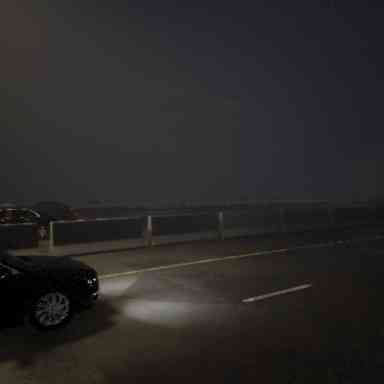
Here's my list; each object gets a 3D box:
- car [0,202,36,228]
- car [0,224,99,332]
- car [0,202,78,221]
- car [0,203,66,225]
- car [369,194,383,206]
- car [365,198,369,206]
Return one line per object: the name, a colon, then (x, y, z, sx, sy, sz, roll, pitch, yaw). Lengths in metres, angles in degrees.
car: (-12.441, 1.443, 20.776, 4.674, 1.442, 1.812, -1, 0, -34)
car: (-3.935, 1.486, 5.170, 4.892, 1.490, 1.837, 0, 0, -35)
car: (-8.728, 1.475, 19.046, 4.181, 1.385, 1.994, -1, 0, -34)
car: (-8.551, 1.443, 14.959, 4.892, 1.490, 1.837, -1, 0, -34)
car: (24.207, 1.072, 39.958, 5.008, 1.535, 1.882, -1, 0, -20)
car: (25.233, 1.037, 44.074, 5.008, 1.535, 1.882, 0, 0, -20)
